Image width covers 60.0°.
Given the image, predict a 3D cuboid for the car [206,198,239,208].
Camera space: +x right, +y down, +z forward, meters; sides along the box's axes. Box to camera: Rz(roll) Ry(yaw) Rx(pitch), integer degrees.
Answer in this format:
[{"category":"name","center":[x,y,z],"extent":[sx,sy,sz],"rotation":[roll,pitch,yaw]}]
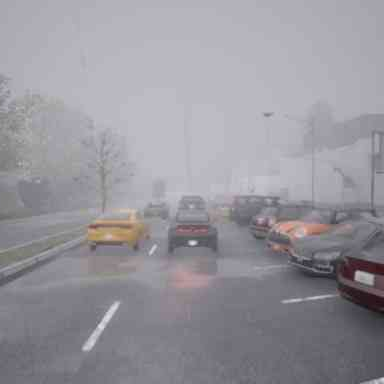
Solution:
[{"category":"car","center":[4.965,1.756,54.412],"extent":[4.792,1.488,2.163],"rotation":[1,0,-20]}]

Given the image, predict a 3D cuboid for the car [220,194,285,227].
[{"category":"car","center":[5.049,1.269,21.399],"extent":[5.566,2.045,2.435],"rotation":[1,-1,-20]}]

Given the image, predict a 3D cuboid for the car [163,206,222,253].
[{"category":"car","center":[0.037,1.513,13.744],"extent":[1.837,1.490,4.892],"rotation":[0,-1,0]}]

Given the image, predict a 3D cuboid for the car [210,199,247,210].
[{"category":"car","center":[4.964,1.722,45.387],"extent":[4.674,1.452,2.002],"rotation":[1,0,-20]}]

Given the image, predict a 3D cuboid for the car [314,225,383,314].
[{"category":"car","center":[5.084,1.518,6.392],"extent":[4.792,1.488,2.163],"rotation":[1,0,-20]}]

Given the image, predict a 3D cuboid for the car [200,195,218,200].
[{"category":"car","center":[4.837,1.564,93.433],"extent":[4.674,1.452,2.002],"rotation":[1,0,-20]}]

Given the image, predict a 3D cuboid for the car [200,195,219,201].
[{"category":"car","center":[4.824,1.577,90.414],"extent":[4.792,1.488,2.163],"rotation":[1,1,-20]}]

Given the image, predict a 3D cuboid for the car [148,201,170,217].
[{"category":"car","center":[-2.999,1.568,29.341],"extent":[2.128,1.511,4.902],"rotation":[0,0,0]}]

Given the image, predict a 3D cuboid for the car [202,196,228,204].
[{"category":"car","center":[5.066,1.686,72.486],"extent":[5.366,1.575,1.946],"rotation":[1,0,-20]}]

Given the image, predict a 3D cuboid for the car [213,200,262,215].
[{"category":"car","center":[4.958,1.640,36.370],"extent":[4.792,1.488,2.163],"rotation":[1,0,-20]}]

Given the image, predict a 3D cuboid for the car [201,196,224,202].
[{"category":"car","center":[4.854,1.672,78.409],"extent":[4.792,1.488,2.163],"rotation":[1,1,-20]}]

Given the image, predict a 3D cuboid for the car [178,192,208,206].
[{"category":"car","center":[-0.001,1.293,28.256],"extent":[2.150,2.045,5.566],"rotation":[0,0,0]}]

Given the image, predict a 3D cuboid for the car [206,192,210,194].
[{"category":"car","center":[4.961,1.482,57.411],"extent":[5.566,2.045,2.435],"rotation":[1,0,-20]}]

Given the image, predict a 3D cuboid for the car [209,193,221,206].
[{"category":"car","center":[4.971,1.338,33.369],"extent":[5.566,2.045,2.435],"rotation":[1,0,-20]}]

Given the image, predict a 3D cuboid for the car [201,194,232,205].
[{"category":"car","center":[4.887,1.471,66.392],"extent":[5.566,2.045,2.435],"rotation":[1,1,-20]}]

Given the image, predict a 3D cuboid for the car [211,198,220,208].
[{"category":"car","center":[4.825,1.562,30.315],"extent":[5.366,1.575,1.946],"rotation":[1,0,-20]}]

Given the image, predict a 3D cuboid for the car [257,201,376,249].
[{"category":"car","center":[5.078,1.370,12.386],"extent":[4.553,1.767,2.185],"rotation":[1,0,-20]}]

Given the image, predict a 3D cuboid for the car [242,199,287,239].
[{"category":"car","center":[5.007,1.374,15.372],"extent":[4.553,1.767,2.185],"rotation":[1,0,-20]}]

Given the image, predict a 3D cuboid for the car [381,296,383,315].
[{"category":"car","center":[5.094,1.237,3.388],"extent":[5.566,2.045,2.435],"rotation":[1,0,-20]}]

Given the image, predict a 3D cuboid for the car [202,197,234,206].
[{"category":"car","center":[4.753,1.728,60.338],"extent":[5.366,1.575,1.946],"rotation":[1,0,-20]}]

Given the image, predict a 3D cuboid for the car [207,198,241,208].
[{"category":"car","center":[4.949,1.760,51.387],"extent":[4.674,1.452,2.002],"rotation":[1,0,-20]}]

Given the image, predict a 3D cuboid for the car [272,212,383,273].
[{"category":"car","center":[5.059,1.492,9.376],"extent":[4.892,1.521,2.231],"rotation":[1,0,-20]}]

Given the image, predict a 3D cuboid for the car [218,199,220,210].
[{"category":"car","center":[5.180,1.550,27.450],"extent":[5.366,1.575,1.946],"rotation":[1,-1,-20]}]

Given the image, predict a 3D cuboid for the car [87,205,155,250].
[{"category":"car","center":[-2.963,1.491,14.406],"extent":[1.882,1.535,5.008],"rotation":[0,-1,0]}]
